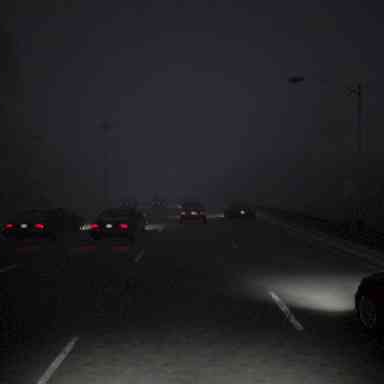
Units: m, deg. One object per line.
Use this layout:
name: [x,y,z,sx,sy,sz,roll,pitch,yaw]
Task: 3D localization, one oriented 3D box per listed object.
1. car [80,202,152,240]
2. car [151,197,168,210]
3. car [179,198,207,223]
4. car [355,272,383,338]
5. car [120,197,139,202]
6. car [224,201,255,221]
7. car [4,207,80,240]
car: [-3.417,1.441,16.191,2.033,1.411,5.357,0,0,0]
car: [-3.846,1.291,39.122,2.033,1.411,5.357,0,0,-4]
car: [0.072,1.391,23.649,2.033,1.411,5.357,0,0,0]
car: [3.592,1.501,3.548,1.812,1.442,4.674,0,0,0]
car: [-7.358,1.291,39.110,2.033,1.411,5.357,0,0,-4]
car: [3.566,1.396,25.491,1.994,1.385,4.181,0,0,0]
car: [-6.919,1.441,16.211,2.033,1.411,5.357,0,0,0]
